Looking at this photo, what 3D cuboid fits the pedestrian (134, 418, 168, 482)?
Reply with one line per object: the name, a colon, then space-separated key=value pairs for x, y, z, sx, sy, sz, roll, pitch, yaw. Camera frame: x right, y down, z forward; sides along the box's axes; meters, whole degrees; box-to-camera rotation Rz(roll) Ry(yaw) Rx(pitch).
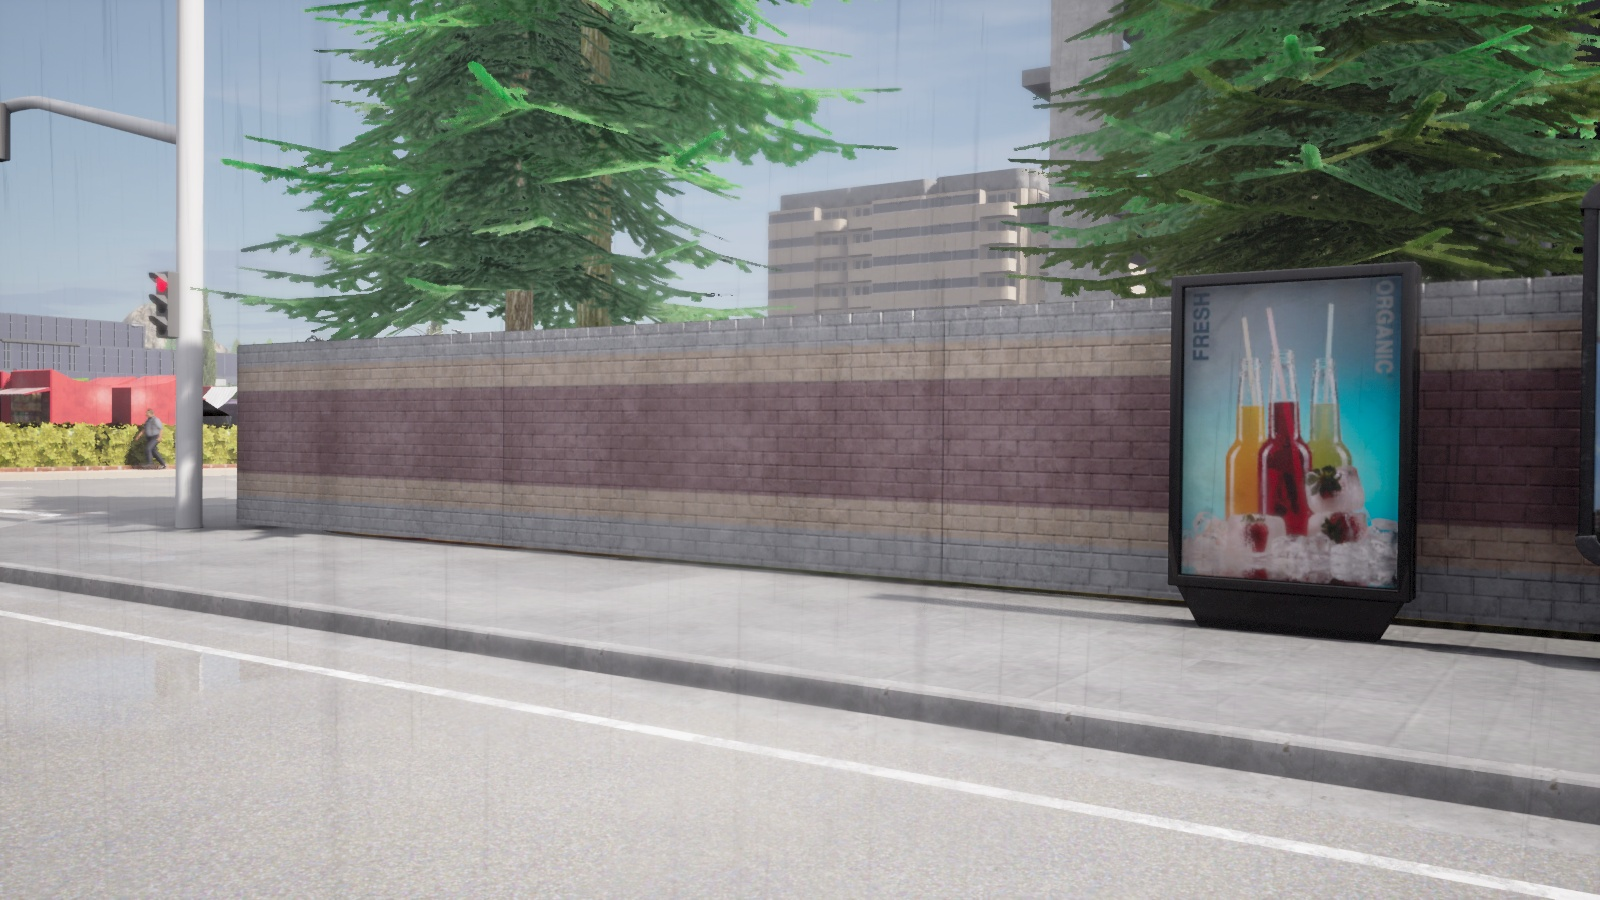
pedestrian: x=-18.964 y=0.001 z=36.704 sx=0.540 sy=1.848 sz=0.694 roll=0 pitch=1 yaw=35
